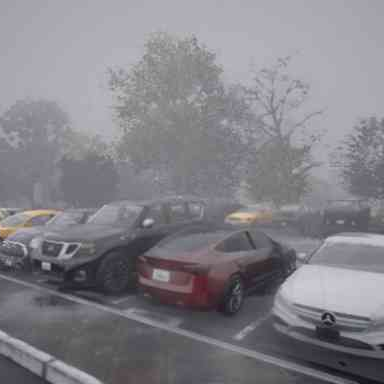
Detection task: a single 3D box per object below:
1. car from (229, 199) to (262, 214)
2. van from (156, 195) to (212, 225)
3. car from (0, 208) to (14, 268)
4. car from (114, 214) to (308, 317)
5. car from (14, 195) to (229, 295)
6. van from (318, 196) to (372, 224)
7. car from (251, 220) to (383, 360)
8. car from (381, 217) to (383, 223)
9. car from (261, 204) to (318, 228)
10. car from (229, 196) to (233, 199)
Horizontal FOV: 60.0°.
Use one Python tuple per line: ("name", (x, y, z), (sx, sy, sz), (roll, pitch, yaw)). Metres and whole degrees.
("car", (3.955, 1.456, 21.287), (1.946, 1.575, 5.366), (0, 0, 36))
("van", (-0.475, 1.237, 24.823), (1.878, 1.987, 4.442), (0, 0, 36))
("car", (-3.697, 1.334, 10.944), (2.185, 1.767, 4.553), (0, 0, 36))
("car", (0.817, 1.505, 7.718), (2.163, 1.488, 4.792), (0, 0, 36))
("car", (-1.476, 1.214, 9.284), (2.435, 2.045, 5.566), (0, 0, 36))
("van", (8.637, 1.250, 18.312), (1.878, 1.987, 4.442), (0, 0, 36))
("car", (3.059, 1.524, 6.082), (2.002, 1.452, 4.674), (0, 0, 36))
("car", (10.805, 1.359, 16.582), (2.185, 1.767, 4.553), (0, 0, 36))
("car", (6.311, 1.467, 19.823), (2.231, 1.521, 4.892), (0, 0, 36))
("car", (1.826, 1.204, 23.069), (2.435, 2.045, 5.566), (0, 0, 36))
